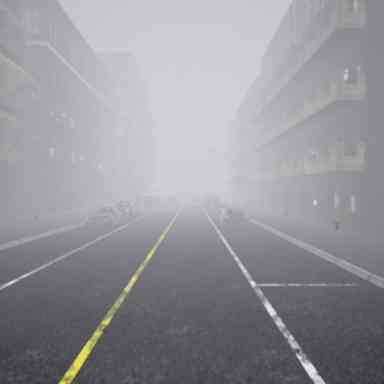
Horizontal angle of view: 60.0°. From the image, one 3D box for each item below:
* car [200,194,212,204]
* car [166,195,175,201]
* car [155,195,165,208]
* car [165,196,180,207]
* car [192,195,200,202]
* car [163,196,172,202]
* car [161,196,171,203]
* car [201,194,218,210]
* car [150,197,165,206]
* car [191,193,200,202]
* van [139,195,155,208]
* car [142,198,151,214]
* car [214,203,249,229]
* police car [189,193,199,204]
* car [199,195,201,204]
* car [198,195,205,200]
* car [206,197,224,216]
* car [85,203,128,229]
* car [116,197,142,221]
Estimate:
[{"bbox_3d":[2.687,1.388,66.543,2.192,1.841,5.009,-1,0,0],"label":"car"},{"bbox_3d":[-5.687,1.654,88.981,2.008,1.369,4.403,-1,0,0],"label":"car"},{"bbox_3d":[-5.686,1.372,49.766,2.192,1.841,5.009,-1,0,0],"label":"car"},{"bbox_3d":[-3.058,1.411,52.108,2.097,1.767,4.553,0,0,0],"label":"car"},{"bbox_3d":[0.911,1.541,76.364,1.801,1.575,5.366,0,0,0],"label":"car"},{"bbox_3d":[-5.689,1.672,77.776,1.802,1.307,4.206,-1,0,0],"label":"car"},{"bbox_3d":[-5.689,1.665,72.174,1.802,1.307,4.206,-1,0,0],"label":"car"},{"bbox_3d":[2.683,1.362,44.135,2.192,1.841,5.009,-1,0,0],"label":"car"},{"bbox_3d":[-5.699,1.614,55.368,2.008,1.369,4.403,-1,0,0],"label":"car"},{"bbox_3d":[0.913,1.317,82.204,2.150,2.045,5.566,0,0,0],"label":"car"},{"bbox_3d":[-5.664,1.385,38.562,1.690,1.788,3.998,-1,0,0],"label":"van"},{"bbox_3d":[-5.662,1.589,32.960,2.008,1.369,4.403,-1,0,0],"label":"car"},{"bbox_3d":[2.684,1.604,21.726,1.802,1.307,4.206,-1,0,0],"label":"car"},{"bbox_3d":[0.807,1.499,66.290,1.930,1.638,5.238,0,0,0],"label":"police car"},{"bbox_3d":[2.685,1.375,55.339,2.192,1.841,5.009,-1,0,0],"label":"car"},{"bbox_3d":[2.693,1.632,94.723,1.752,1.417,4.829,-1,0,0],"label":"car"},{"bbox_3d":[2.685,1.560,33.100,1.752,1.417,4.829,-1,0,0],"label":"car"},{"bbox_3d":[-5.663,1.608,21.756,1.802,1.307,4.206,-1,0,0],"label":"car"},{"bbox_3d":[-5.664,1.472,27.358,1.967,1.590,4.097,-1,0,0],"label":"car"}]
